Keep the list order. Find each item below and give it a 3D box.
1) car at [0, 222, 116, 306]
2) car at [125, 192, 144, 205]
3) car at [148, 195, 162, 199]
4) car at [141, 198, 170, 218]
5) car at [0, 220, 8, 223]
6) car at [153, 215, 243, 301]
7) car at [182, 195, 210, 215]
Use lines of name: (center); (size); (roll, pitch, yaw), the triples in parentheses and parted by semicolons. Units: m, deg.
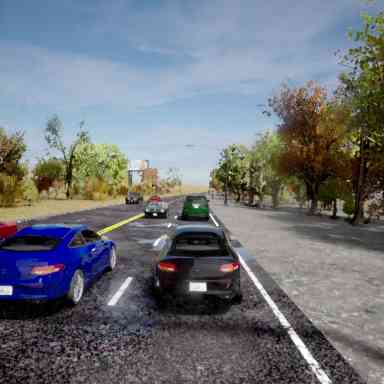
car: (-3.092, 1.453, 7.777); (1.812, 1.442, 4.674); (2, 0, 0)
car: (-9.212, 1.025, 53.825); (2.150, 2.045, 5.566); (2, 0, 1)
car: (-5.968, 1.296, 53.807); (1.882, 1.535, 5.008); (2, 0, 1)
car: (-2.927, 1.522, 28.858); (1.895, 1.301, 4.718); (2, 0, 1)
car: (-6.534, 1.299, 8.618); (1.882, 1.535, 5.008); (2, 0, 0)
car: (0.156, 1.531, 8.240); (1.812, 1.442, 4.674); (0, 0, 1)
car: (0.319, 1.224, 28.066); (2.150, 2.045, 5.566); (1, 0, 0)
